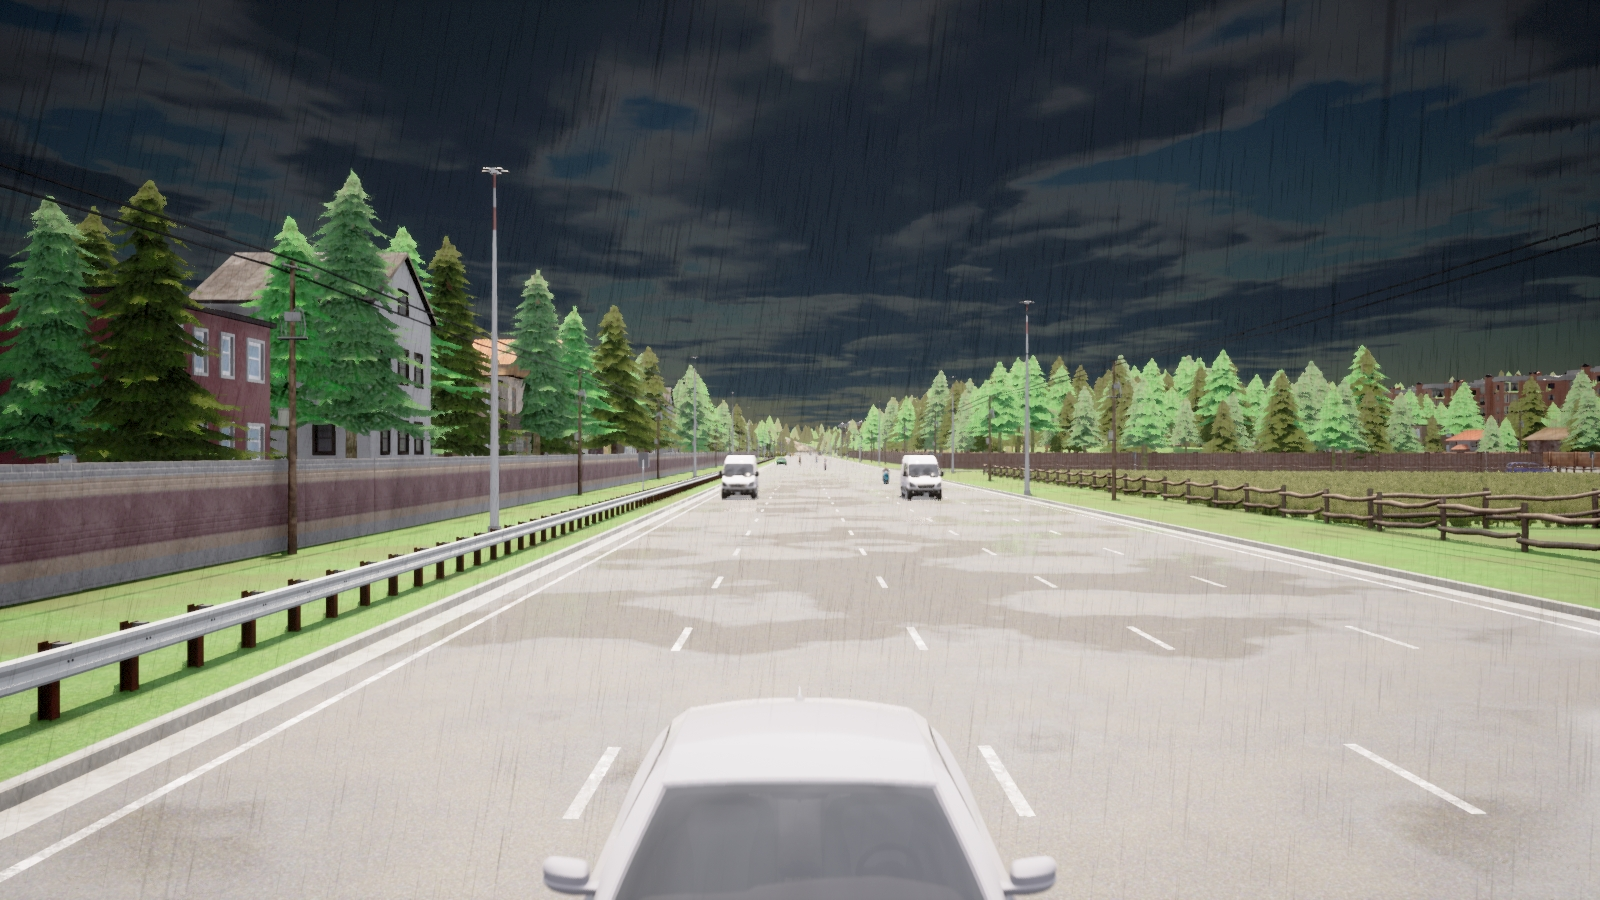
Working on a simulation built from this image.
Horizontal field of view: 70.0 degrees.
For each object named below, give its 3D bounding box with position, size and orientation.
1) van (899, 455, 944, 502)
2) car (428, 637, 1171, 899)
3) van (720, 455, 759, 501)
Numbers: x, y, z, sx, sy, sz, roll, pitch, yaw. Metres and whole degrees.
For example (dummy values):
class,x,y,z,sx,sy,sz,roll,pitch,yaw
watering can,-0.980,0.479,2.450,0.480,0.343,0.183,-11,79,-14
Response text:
class,x,y,z,sx,sy,sz,roll,pitch,yaw
van,6.987,1.577,66.197,1.988,2.561,5.915,0,0,0
car,-0.001,2.039,5.273,2.097,1.535,5.006,0,0,0
van,-3.512,1.578,67.231,1.988,2.561,5.915,0,0,0
